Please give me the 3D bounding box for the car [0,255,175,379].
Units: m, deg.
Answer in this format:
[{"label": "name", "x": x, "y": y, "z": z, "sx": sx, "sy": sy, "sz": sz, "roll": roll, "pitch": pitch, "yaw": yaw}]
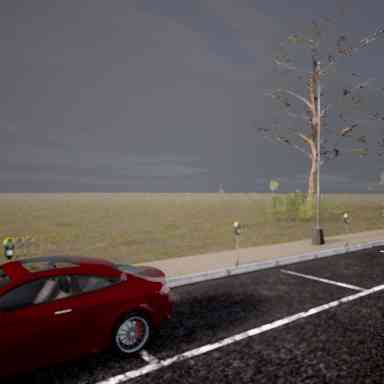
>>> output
[{"label": "car", "x": -2.211, "y": 1.594, "z": 4.512, "sx": 4.206, "sy": 1.307, "sz": 1.802, "roll": 0, "pitch": 1, "yaw": -36}]
